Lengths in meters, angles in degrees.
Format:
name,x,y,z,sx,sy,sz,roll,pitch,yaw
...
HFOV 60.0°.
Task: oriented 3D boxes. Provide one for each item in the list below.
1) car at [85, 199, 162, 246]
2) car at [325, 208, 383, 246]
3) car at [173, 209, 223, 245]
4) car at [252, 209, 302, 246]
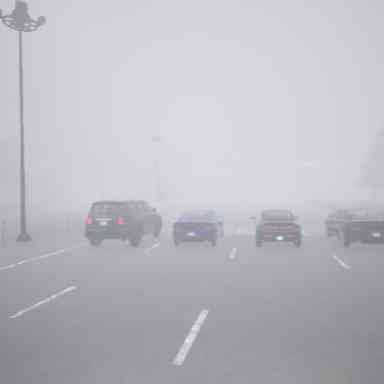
name,x,y,z,sx,sy,sz,roll,pitch,yaw
car,-3.119,1.372,16.242,2.150,2.045,5.566,-1,0,10
car,7.294,1.432,14.820,1.882,1.535,5.008,-1,0,10
car,0.409,1.567,16.073,1.882,1.535,5.008,-1,0,10
car,3.821,1.529,15.265,1.837,1.490,4.892,-1,0,10
